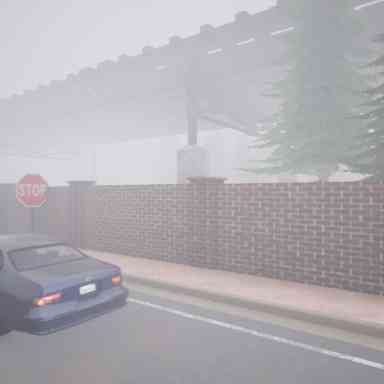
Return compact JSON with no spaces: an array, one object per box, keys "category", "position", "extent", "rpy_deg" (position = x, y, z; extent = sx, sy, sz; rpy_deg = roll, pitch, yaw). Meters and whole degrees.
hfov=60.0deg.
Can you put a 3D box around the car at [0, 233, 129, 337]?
[{"category":"car","position":[-3.655,1.548,6.603],"extent":[5.357,1.411,2.033],"rpy_deg":[0,0,36]}]
